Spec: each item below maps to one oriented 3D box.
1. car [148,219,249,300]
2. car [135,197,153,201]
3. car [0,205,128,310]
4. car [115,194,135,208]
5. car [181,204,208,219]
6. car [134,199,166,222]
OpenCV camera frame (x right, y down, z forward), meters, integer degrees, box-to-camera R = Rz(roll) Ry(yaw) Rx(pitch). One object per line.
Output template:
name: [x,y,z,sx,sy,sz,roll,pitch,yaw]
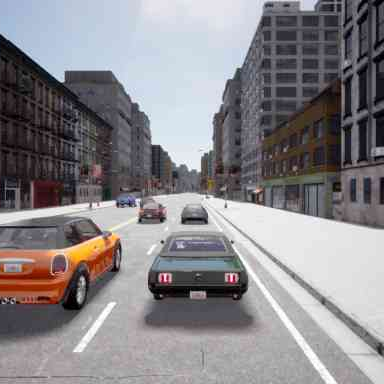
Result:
car: [0.132,1.601,8.316,1.895,1.301,4.718,0,0,0]
car: [-6.374,1.522,47.290,1.837,1.490,4.892,0,-1,1]
car: [-3.122,1.352,7.976,2.097,1.767,4.553,0,0,1]
car: [-9.607,1.239,48.705,2.150,2.045,5.566,0,0,1]
car: [0.199,1.570,25.278,1.994,1.385,4.181,0,0,0]
car: [-3.048,1.532,26.025,1.812,1.442,4.674,0,0,0]
